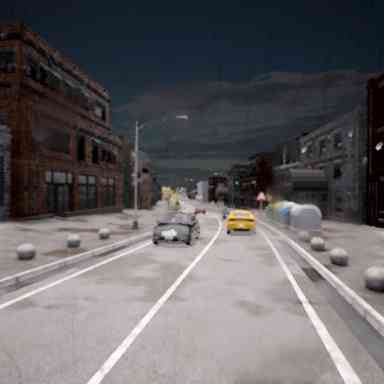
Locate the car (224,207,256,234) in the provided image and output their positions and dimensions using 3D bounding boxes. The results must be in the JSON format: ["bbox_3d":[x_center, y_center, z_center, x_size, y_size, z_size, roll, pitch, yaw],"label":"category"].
[{"bbox_3d":[3.445,2.056,23.536,1.882,1.535,5.008,1,-2,7],"label":"car"}]

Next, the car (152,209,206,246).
[{"bbox_3d":[-0.672,1.832,17.169,2.128,1.511,4.902,1,-2,8],"label":"car"}]

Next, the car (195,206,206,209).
[{"bbox_3d":[1.495,3.252,59.696,1.882,1.535,5.008,1,-3,-2],"label":"car"}]

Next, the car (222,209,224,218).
[{"bbox_3d":[4.827,2.642,42.081,1.994,1.385,4.181,1,-4,2],"label":"car"}]
